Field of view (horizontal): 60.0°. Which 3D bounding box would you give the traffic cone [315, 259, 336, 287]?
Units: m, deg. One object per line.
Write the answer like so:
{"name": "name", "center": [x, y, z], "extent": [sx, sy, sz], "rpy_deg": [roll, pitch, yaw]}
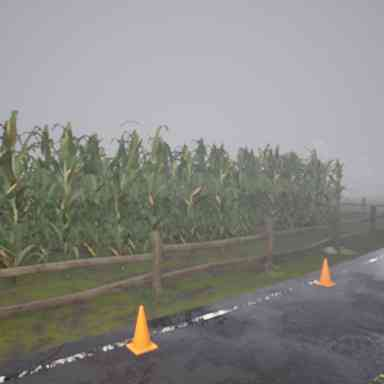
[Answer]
{"name": "traffic cone", "center": [3.118, 1.855, 7.763], "extent": [0.340, 0.580, 0.340], "rpy_deg": [-1, 1, -40]}

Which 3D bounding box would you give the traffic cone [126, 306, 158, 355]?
{"name": "traffic cone", "center": [-0.716, 1.920, 4.746], "extent": [0.340, 0.580, 0.340], "rpy_deg": [-1, 1, -37]}
